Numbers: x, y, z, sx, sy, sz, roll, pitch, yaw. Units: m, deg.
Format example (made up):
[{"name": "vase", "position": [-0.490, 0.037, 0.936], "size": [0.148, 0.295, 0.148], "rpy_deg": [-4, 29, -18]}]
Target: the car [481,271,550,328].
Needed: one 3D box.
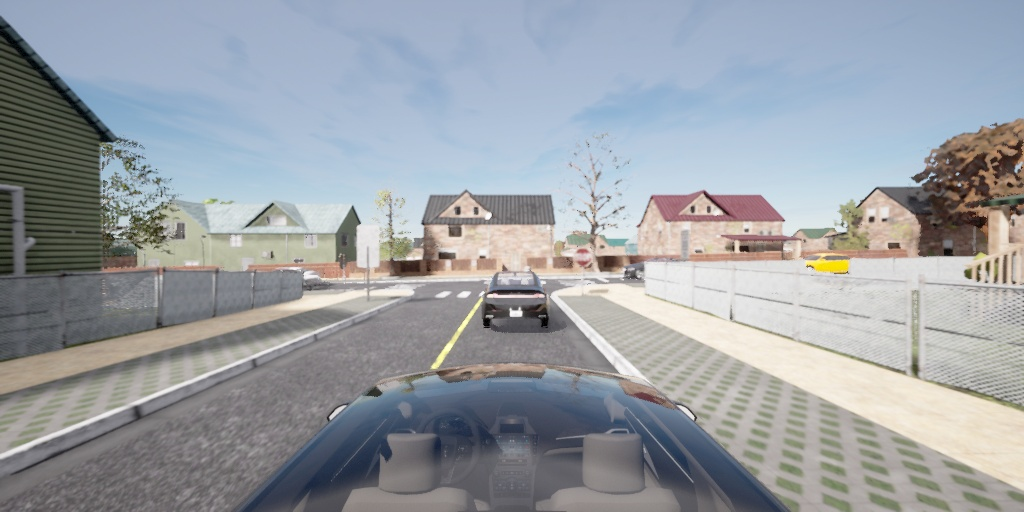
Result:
[{"name": "car", "position": [0.101, 1.208, 11.292], "size": [2.128, 1.511, 4.902], "rpy_deg": [0, 0, 0]}]

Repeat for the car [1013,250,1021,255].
[{"name": "car", "position": [37.661, 0.209, 25.649], "size": [4.902, 1.511, 2.128], "rpy_deg": [-1, 1, 0]}]

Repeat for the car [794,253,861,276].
[{"name": "car", "position": [22.115, 0.559, 25.661], "size": [5.008, 1.535, 1.882], "rpy_deg": [-1, 1, 0]}]

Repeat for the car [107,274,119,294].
[{"name": "car", "position": [-26.155, 1.765, 22.672], "size": [4.902, 1.511, 2.128], "rpy_deg": [-1, 1, 0]}]

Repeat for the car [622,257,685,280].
[{"name": "car", "position": [10.387, 0.849, 25.653], "size": [4.902, 1.511, 2.128], "rpy_deg": [-1, 1, 0]}]

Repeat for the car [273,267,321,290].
[{"name": "car", "position": [-14.817, 1.607, 22.679], "size": [4.718, 1.301, 1.895], "rpy_deg": [-1, 1, 0]}]
